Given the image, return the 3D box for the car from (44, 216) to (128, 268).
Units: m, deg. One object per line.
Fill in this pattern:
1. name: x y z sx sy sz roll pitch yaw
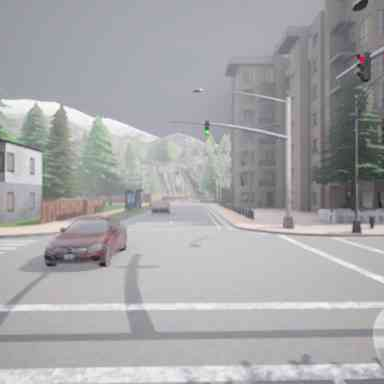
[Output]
1. car: -3.460 1.597 11.725 1.812 1.442 4.674 0 0 0

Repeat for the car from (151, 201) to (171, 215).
1. car: -3.378 1.720 37.067 1.882 1.535 5.008 0 0 0
